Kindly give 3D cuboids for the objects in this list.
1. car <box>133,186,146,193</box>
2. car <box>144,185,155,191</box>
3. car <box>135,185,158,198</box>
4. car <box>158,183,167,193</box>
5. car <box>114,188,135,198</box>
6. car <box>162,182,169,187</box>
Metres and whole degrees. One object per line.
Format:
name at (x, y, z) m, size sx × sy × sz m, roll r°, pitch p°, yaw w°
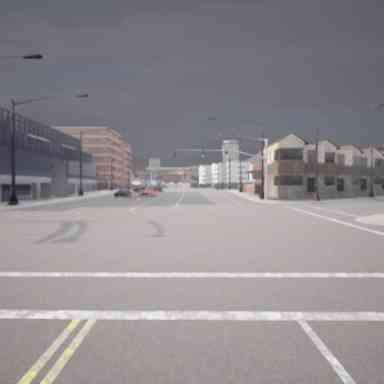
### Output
car at (-10.367, -0.525, 66.196) m, size 1.895 × 1.301 × 4.718 m, roll 0°, pitch 3°, yaw 1°
car at (-10.322, -1.112, 81.807) m, size 2.033 × 1.411 × 5.357 m, roll 0°, pitch 1°, yaw 0°
car at (-6.961, -0.060, 51.243) m, size 2.097 × 1.767 × 4.553 m, roll 0°, pitch 3°, yaw 0°
car at (-6.863, -0.605, 66.875) m, size 2.033 × 1.411 × 5.357 m, roll 0°, pitch 3°, yaw 0°
car at (-10.467, 0.224, 50.315) m, size 1.895 × 1.301 × 4.718 m, roll 0°, pitch 2°, yaw 0°
car at (-6.820, -1.675, 82.427) m, size 2.097 × 1.767 × 4.553 m, roll 0°, pitch 1°, yaw 0°
